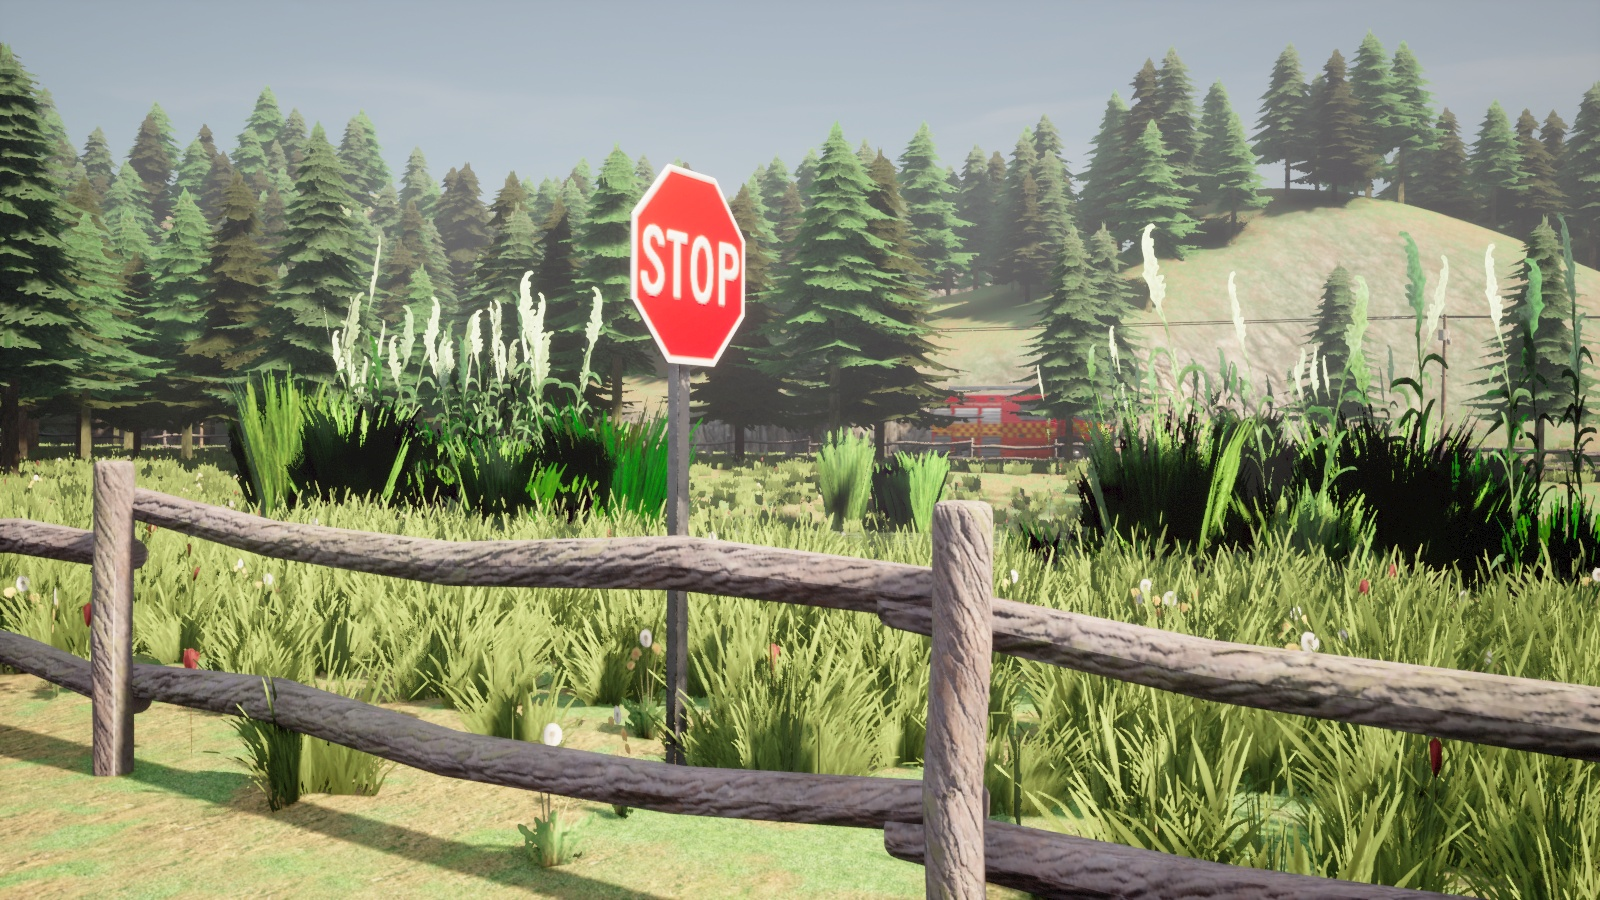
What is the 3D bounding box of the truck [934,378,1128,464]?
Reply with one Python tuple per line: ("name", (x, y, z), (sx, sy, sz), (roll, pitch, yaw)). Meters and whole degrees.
("truck", (10.826, -1.301, 58.934), (8.468, 3.827, 2.891), (0, 1, 24))
